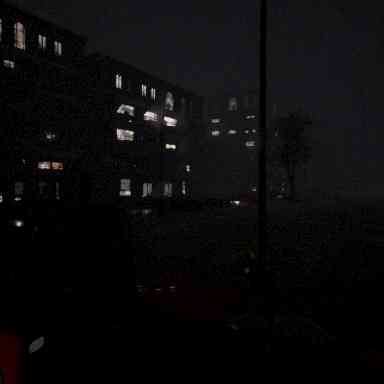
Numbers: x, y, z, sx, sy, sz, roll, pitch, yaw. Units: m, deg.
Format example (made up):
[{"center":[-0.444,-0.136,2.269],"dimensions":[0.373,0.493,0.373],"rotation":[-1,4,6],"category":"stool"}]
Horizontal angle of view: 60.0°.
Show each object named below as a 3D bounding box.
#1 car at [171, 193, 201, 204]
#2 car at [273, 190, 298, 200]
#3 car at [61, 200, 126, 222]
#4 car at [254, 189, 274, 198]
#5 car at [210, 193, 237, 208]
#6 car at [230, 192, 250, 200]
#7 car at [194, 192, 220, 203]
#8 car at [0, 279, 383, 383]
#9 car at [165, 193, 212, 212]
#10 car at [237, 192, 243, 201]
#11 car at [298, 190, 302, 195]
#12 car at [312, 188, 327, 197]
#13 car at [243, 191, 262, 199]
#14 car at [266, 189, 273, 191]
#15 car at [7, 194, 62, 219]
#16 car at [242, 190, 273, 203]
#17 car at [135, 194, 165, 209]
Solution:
[{"center":[-0.811,0.910,46.817],"dimensions":[1.947,1.339,4.313],"rotation":[2,2,35],"category":"car"},{"center":[15.711,0.675,55.877],"dimensions":[1.752,1.417,4.829],"rotation":[2,2,35],"category":"car"},{"center":[-6.664,1.329,23.749],"dimensions":[1.947,1.339,4.313],"rotation":[2,2,35],"category":"car"},{"center":[15.105,0.227,69.661],"dimensions":[2.192,1.841,5.009],"rotation":[2,2,35],"category":"car"},{"center":[2.883,1.051,37.457],"dimensions":[2.008,1.369,4.403],"rotation":[2,2,35],"category":"car"},{"center":[8.737,0.650,60.527],"dimensions":[1.947,1.339,4.313],"rotation":[2,2,35],"category":"car"},{"center":[2.372,0.808,51.387],"dimensions":[2.008,1.369,4.403],"rotation":[2,2,35],"category":"car"},{"center":[-0.316,1.544,3.096],"dimensions":[4.507,1.381,1.887],"rotation":[0,0,36],"category":"car"},{"center":[-0.300,1.132,32.887],"dimensions":[1.887,1.381,4.507],"rotation":[2,2,35],"category":"car"},{"center":[9.303,0.750,51.229],"dimensions":[1.837,1.490,4.892],"rotation":[1,1,35],"category":"car"},{"center":[27.831,0.114,87.947],"dimensions":[1.887,1.381,4.507],"rotation":[2,2,35],"category":"car"},{"center":[29.070,0.009,75.595],"dimensions":[2.150,2.045,5.566],"rotation":[1,1,35],"category":"car"},{"center":[11.822,0.526,64.956],"dimensions":[1.752,1.417,4.829],"rotation":[2,2,35],"category":"car"},{"center":[15.654,0.424,60.361],"dimensions":[2.097,1.767,4.553],"rotation":[1,1,36],"category":"car"},{"center":[-11.905,1.206,26.373],"dimensions":[1.882,1.535,5.008],"rotation":[1,1,35],"category":"car"},{"center":[9.248,0.876,46.598],"dimensions":[2.008,1.369,4.403],"rotation":[2,2,35],"category":"car"},{"center":[-4.266,0.995,37.338],"dimensions":[1.882,1.535,5.008],"rotation":[1,1,35],"category":"car"}]
